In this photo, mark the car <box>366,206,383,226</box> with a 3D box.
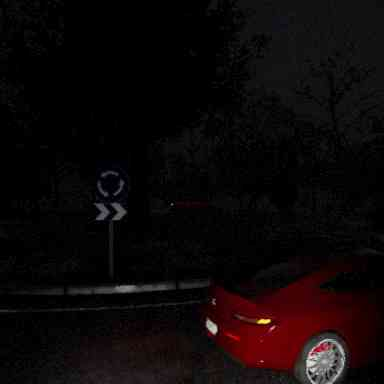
[{"bbox_3d":[12.453,1.463,20.084,1.882,1.535,5.008,1,0,1],"label":"car"}]

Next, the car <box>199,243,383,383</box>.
[{"bbox_3d":[2.415,1.522,4.959,4.674,1.442,1.812,0,1,-19],"label":"car"}]

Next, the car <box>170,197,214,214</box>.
[{"bbox_3d":[-0.053,1.332,35.458,4.553,1.767,2.097,0,0,16],"label":"car"}]

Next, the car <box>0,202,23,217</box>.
[{"bbox_3d":[-16.954,1.552,28.714,1.994,1.385,4.181,0,0,36],"label":"car"}]
